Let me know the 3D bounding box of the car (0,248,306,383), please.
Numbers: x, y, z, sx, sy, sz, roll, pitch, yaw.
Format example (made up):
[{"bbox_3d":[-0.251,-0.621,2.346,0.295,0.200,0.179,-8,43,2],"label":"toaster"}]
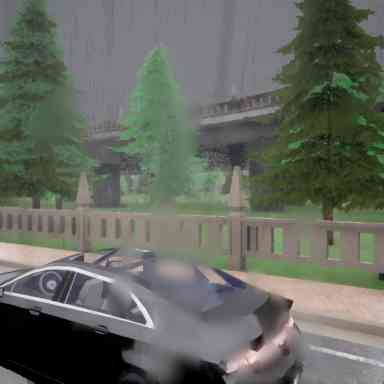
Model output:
[{"bbox_3d":[-1.148,1.492,4.221,4.902,1.511,2.128,0,0,33],"label":"car"}]
